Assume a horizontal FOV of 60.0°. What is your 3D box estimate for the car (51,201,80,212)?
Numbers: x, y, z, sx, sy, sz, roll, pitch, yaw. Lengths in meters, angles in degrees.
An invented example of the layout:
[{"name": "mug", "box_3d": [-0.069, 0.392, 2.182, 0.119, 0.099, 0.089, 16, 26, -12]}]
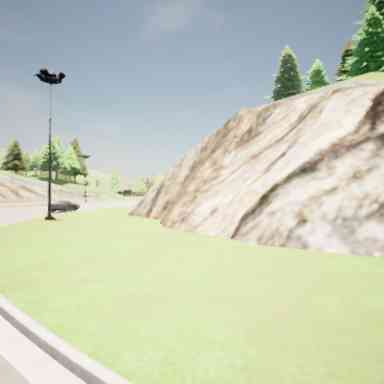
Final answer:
[{"name": "car", "box_3d": [-15.979, 1.788, 41.811, 2.033, 1.411, 5.357, 0, 0, 5]}]
